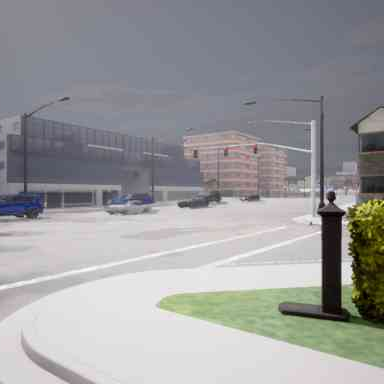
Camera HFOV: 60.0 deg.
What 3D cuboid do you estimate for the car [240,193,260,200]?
[{"bbox_3d":[11.120,0.832,63.303,1.895,1.301,4.718,0,1,36],"label":"car"}]

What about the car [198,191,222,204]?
[{"bbox_3d":[2.427,0.820,50.969,2.150,2.045,5.566,0,1,36],"label":"car"}]

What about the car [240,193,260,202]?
[{"bbox_3d":[9.602,0.875,55.098,2.128,1.511,4.902,0,1,35],"label":"car"}]

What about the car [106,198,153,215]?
[{"bbox_3d":[-6.137,1.537,32.651,1.895,1.301,4.718,0,0,35],"label":"car"}]

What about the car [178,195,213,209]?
[{"bbox_3d":[0.218,1.403,41.721,1.895,1.301,4.718,0,1,35],"label":"car"}]

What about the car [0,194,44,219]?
[{"bbox_3d":[-14.741,1.211,26.508,2.150,2.045,5.566,0,0,35],"label":"car"}]

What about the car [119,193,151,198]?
[{"bbox_3d":[-6.838,1.133,37.759,2.150,2.045,5.566,0,1,35],"label":"car"}]
